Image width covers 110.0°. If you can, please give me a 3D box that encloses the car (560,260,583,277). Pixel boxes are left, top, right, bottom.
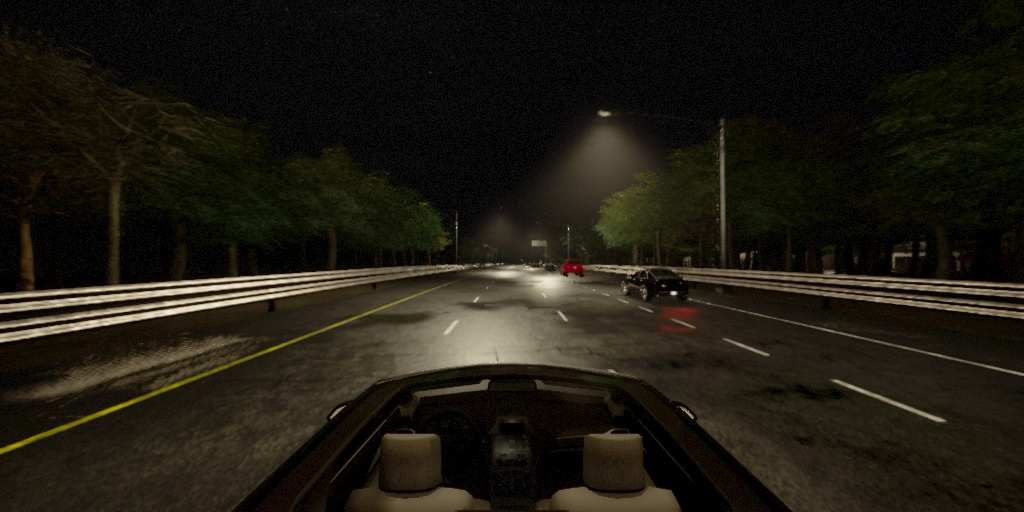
[{"bbox_3d":[7.078,1.459,42.903,2.150,2.045,5.566,0,-1,0],"label":"car"}]

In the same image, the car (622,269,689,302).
[{"bbox_3d":[7.009,1.394,17.968,1.837,1.490,4.892,0,-1,0],"label":"car"}]
